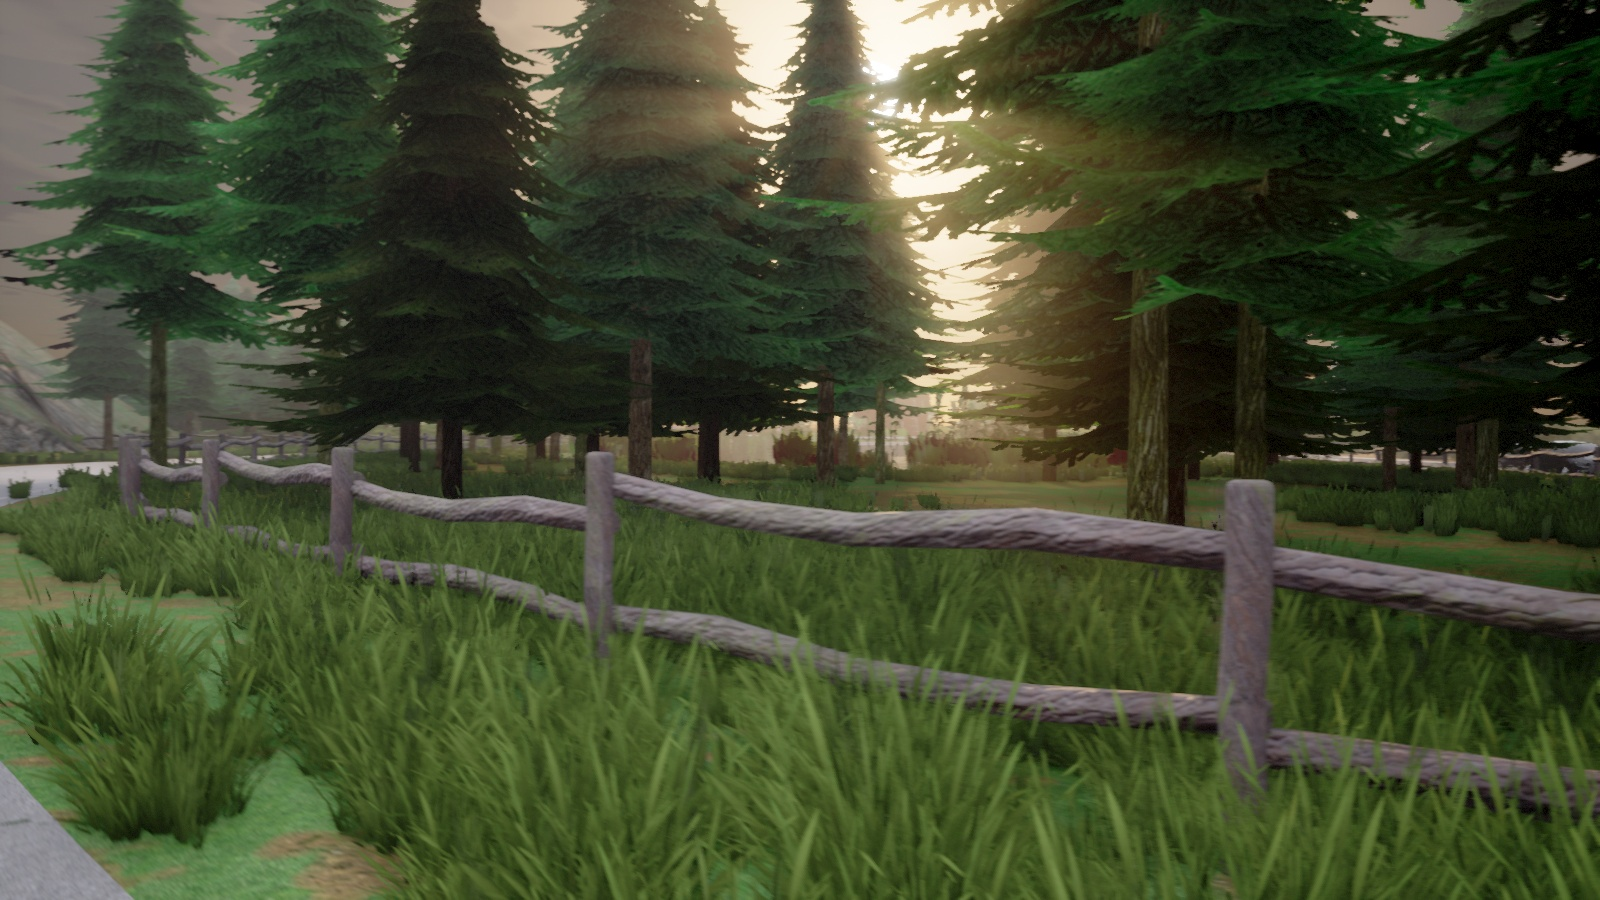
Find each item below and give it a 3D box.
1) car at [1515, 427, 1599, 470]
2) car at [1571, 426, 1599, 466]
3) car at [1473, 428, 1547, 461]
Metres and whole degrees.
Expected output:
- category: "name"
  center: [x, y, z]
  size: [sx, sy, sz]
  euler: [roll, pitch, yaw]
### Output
- category: "car"
  center: [28.118, -0.078, 45.754]
  size: [1.837, 1.490, 4.892]
  euler: [0, 1, 6]
- category: "car"
  center: [31.940, -0.167, 48.350]
  size: [1.882, 1.535, 5.008]
  euler: [0, 1, 7]
- category: "car"
  center: [33.691, -0.290, 59.696]
  size: [1.837, 1.490, 4.892]
  euler: [0, 1, 14]
